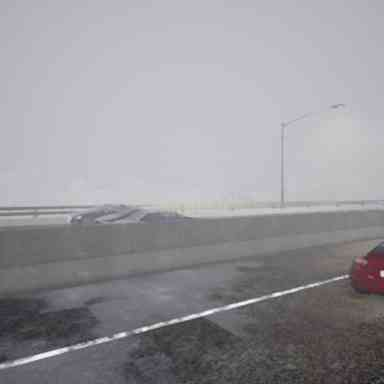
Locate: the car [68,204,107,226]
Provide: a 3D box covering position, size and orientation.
[{"bbox_3d":[-5.448,1.509,21.565,4.902,1.511,2.128,0,0,-35],"label":"car"}]

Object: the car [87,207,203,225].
[{"bbox_3d":[-1.819,1.566,15.564,5.357,1.411,2.033,0,0,-35],"label":"car"}]

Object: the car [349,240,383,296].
[{"bbox_3d":[5.477,1.591,7.613,4.181,1.385,1.994,0,0,-35],"label":"car"}]

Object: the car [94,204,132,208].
[{"bbox_3d":[-3.360,1.583,18.753,4.181,1.385,1.994,0,0,-35],"label":"car"}]
